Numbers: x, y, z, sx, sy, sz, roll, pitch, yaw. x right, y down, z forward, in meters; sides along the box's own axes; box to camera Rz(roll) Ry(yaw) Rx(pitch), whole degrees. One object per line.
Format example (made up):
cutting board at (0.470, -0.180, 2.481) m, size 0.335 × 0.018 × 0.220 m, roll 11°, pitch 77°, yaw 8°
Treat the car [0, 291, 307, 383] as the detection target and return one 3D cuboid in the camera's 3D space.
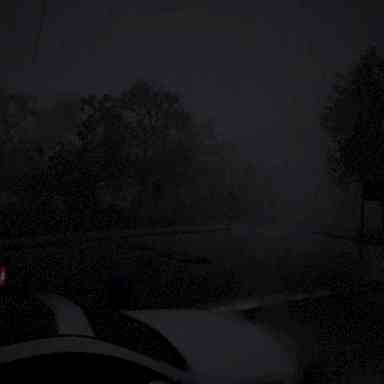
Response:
car at (-1.139, 1.524, 2.379) m, size 4.674 × 1.442 × 1.812 m, roll 0°, pitch 0°, yaw -34°
